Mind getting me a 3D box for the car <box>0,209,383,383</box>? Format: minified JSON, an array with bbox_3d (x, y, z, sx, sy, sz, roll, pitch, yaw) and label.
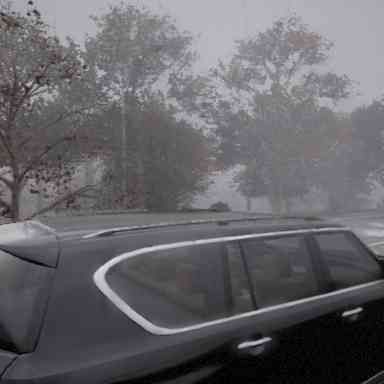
[{"bbox_3d":[0.663,1.216,3.588,5.566,2.045,2.150,0,0,-35],"label":"car"}]
